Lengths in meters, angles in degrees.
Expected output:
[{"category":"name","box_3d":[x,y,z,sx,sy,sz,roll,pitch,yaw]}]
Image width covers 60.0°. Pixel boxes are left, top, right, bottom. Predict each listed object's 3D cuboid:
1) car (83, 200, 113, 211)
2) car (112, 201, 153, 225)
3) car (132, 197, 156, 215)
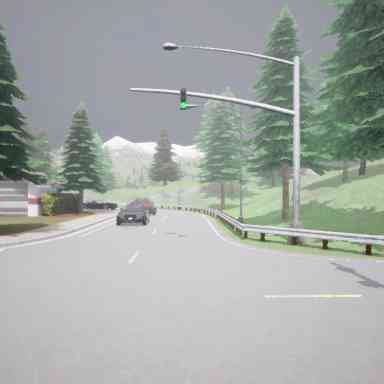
[{"category":"car","box_3d":[-11.654,1.607,41.318,4.718,1.301,1.895,0,0,14]},{"category":"car","box_3d":[-4.140,1.563,23.834,1.994,1.385,4.181,0,0,-2]},{"category":"car","box_3d":[-5.033,1.351,33.619,2.097,1.767,4.553,0,0,-20]}]
